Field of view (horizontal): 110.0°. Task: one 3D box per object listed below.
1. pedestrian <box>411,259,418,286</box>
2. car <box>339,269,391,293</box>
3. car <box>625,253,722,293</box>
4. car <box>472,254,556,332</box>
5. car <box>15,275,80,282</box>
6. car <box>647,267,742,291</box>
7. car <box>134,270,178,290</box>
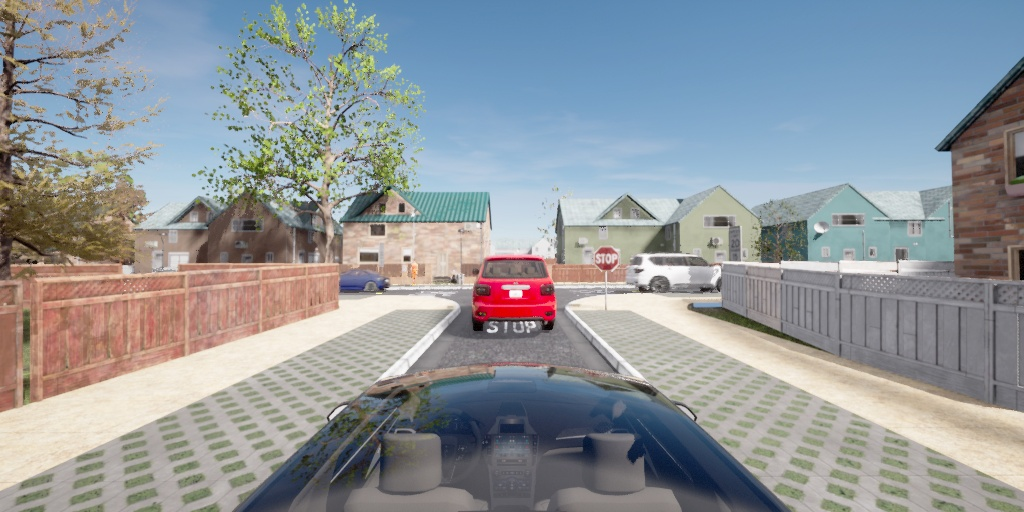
[{"bbox_3d":[-6.703,1.112,24.576,0.375,1.860,0.375,0,-1,1],"label":"pedestrian"},{"bbox_3d":[-9.535,1.490,21.695,4.181,1.385,1.994,-1,-1,1],"label":"car"},{"bbox_3d":[8.733,0.901,18.505,5.566,2.045,2.150,0,-1,1],"label":"car"},{"bbox_3d":[-0.055,0.974,11.057,2.150,2.045,5.566,0,0,-3],"label":"car"},{"bbox_3d":[-28.939,1.664,21.956,4.674,1.442,1.812,-1,-1,1],"label":"car"},{"bbox_3d":[10.779,1.339,21.422,4.718,1.301,1.895,0,-1,1],"label":"car"},{"bbox_3d":[-17.229,1.459,18.848,4.674,1.442,1.812,-1,-1,1],"label":"car"}]
